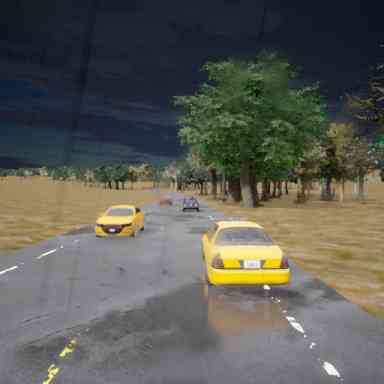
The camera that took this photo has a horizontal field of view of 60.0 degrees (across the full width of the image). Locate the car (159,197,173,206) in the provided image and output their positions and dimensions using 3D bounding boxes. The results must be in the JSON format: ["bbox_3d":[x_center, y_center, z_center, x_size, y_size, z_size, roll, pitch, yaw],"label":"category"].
[{"bbox_3d":[-3.888,1.443,49.727,1.895,1.301,4.718,0,0,-1],"label":"car"}]

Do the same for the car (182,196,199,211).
[{"bbox_3d":[-0.142,1.450,38.206,2.033,1.411,5.357,0,0,-1],"label":"car"}]

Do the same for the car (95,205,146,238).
[{"bbox_3d":[-3.643,1.455,17.610,1.882,1.535,5.008,0,0,0],"label":"car"}]

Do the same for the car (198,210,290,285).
[{"bbox_3d":[1.219,1.448,9.354,1.801,1.575,5.366,0,0,0],"label":"car"}]

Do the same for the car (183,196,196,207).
[{"bbox_3d":[-0.351,1.373,48.788,1.812,1.442,4.674,0,0,-1],"label":"car"}]
